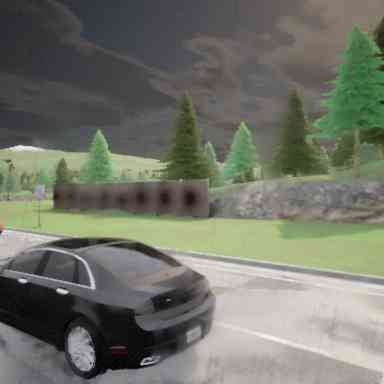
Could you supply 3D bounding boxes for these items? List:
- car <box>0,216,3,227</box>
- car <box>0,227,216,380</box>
[{"bbox_3d":[-11.877,1.398,17.424,4.553,1.767,2.097,0,0,37],"label":"car"},{"bbox_3d":[-1.930,1.520,5.561,4.892,1.490,1.837,0,0,36],"label":"car"}]
